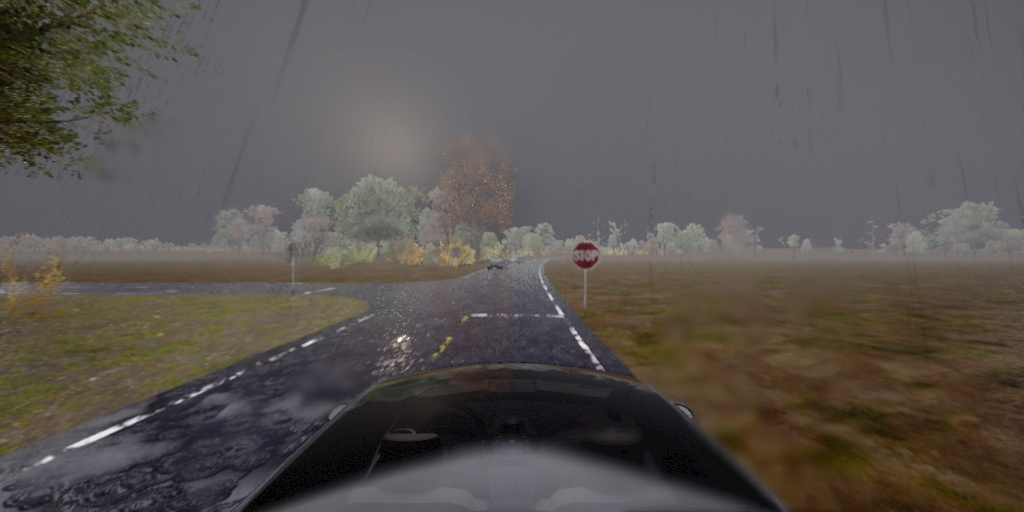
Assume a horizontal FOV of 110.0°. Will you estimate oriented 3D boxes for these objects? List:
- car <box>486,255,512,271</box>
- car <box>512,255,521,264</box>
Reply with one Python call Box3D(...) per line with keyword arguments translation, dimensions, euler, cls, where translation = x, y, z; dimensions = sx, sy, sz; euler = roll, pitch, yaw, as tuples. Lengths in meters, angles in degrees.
Box3D(translation=(-1.595, 0.849, 39.500), dimensions=(2.033, 1.411, 5.357), euler=(0, 1, 5), cls="car")
Box3D(translation=(0.392, 0.562, 58.849), dimensions=(2.128, 1.511, 4.902), euler=(0, 1, 7), cls="car")
